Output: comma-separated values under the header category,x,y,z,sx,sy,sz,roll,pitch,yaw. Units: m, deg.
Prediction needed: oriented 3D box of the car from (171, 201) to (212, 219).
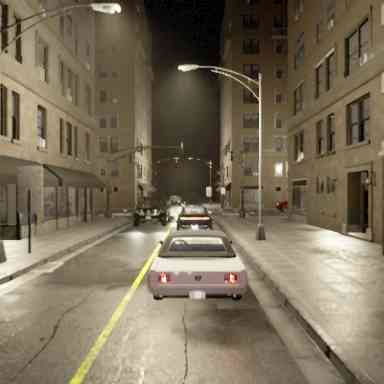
category,x,y,z,sx,sy,sz,roll,pitch,yaw
car,0.111,1.507,18.543,2.128,1.511,4.902,0,0,-1

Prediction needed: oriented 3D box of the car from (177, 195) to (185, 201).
category,x,y,z,sx,sy,sz,roll,pitch,yaw
car,-2.724,1.467,84.403,1.837,1.490,4.892,0,0,0

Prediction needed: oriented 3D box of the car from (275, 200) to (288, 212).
category,x,y,z,sx,sy,sz,roll,pitch,yaw
car,12.279,1.371,38.783,5.009,1.841,2.192,0,0,0

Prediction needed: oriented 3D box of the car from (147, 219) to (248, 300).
category,x,y,z,sx,sy,sz,roll,pitch,yaw
car,0.107,1.606,8.322,1.895,1.301,4.718,0,0,0

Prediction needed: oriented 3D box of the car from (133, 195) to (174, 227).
category,x,y,z,sx,sy,sz,roll,pitch,yaw
car,-2.743,1.269,23.713,2.150,2.045,5.566,0,0,0

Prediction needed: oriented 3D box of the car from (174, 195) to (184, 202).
category,x,y,z,sx,sy,sz,roll,pitch,yaw
car,-2.817,1.430,53.895,2.097,1.767,4.553,0,0,0
